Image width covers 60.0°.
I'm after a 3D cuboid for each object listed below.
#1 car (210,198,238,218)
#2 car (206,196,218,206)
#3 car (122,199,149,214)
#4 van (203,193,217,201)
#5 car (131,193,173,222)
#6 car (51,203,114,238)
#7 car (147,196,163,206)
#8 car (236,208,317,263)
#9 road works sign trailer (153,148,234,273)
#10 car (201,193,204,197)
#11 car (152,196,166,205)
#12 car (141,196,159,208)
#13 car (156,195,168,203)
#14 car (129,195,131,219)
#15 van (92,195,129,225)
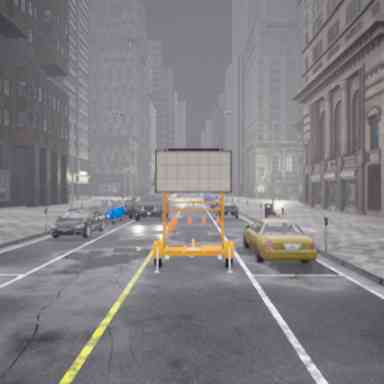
[{"bbox_3d":[2.905,1.442,28.034,2.008,1.369,4.403,0,0,0],"label":"car"},{"bbox_3d":[2.959,1.431,39.083,1.802,1.307,4.206,0,0,0],"label":"car"},{"bbox_3d":[-5.612,1.416,33.615,1.887,1.381,4.507,0,0,0],"label":"car"},{"bbox_3d":[3.014,1.149,50.133,1.690,1.788,3.998,0,0,0],"label":"van"},{"bbox_3d":[-2.978,1.122,25.825,2.150,2.045,5.566,0,0,0],"label":"car"},{"bbox_3d":[-5.687,1.485,17.039,2.008,1.369,4.403,0,0,0],"label":"car"},{"bbox_3d":[-5.537,1.352,50.191,1.887,1.381,4.507,0,0,0],"label":"car"},{"bbox_3d":[2.825,1.480,11.629,1.752,1.417,4.829,0,0,0],"label":"car"},{"bbox_3d":[0.049,0.423,10.505,2.380,3.560,2.880,0,0,0],"label":"road works sign trailer"},{"bbox_3d":[3.068,1.311,61.183,1.887,1.381,4.507,0,0,0],"label":"car"},{"bbox_3d":[-5.512,1.332,55.716,1.887,1.381,4.507,0,0,0],"label":"car"},{"bbox_3d":[-5.563,1.355,44.496,1.752,1.417,4.829,0,0,0],"label":"car"},{"bbox_3d":[-5.487,1.311,61.241,1.887,1.381,4.507,0,0,0],"label":"car"},{"bbox_3d":[-5.636,1.207,28.089,2.192,1.841,5.009,0,0,0],"label":"car"},{"bbox_3d":[-5.661,1.254,22.564,1.690,1.788,3.998,0,0,0],"label":"van"}]
